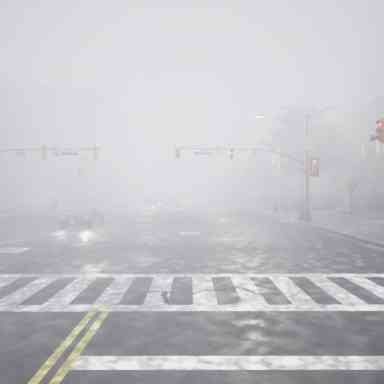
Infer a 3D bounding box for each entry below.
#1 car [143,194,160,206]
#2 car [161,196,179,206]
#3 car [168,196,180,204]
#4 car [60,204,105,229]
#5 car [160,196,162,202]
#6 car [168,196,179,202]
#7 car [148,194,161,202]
[{"bbox_3d":[-6.993,1.505,55.858,1.837,1.490,4.892,0,0,0],"label":"car"},{"bbox_3d":[-3.491,1.547,55.854,2.033,1.411,5.357,0,0,0],"label":"car"},{"bbox_3d":[-3.483,1.547,65.865,2.033,1.411,5.357,0,0,0],"label":"car"},{"bbox_3d":[-7.044,1.526,21.907,1.812,1.442,4.674,0,0,0],"label":"car"},{"bbox_3d":[-6.940,1.492,68.479,2.128,1.511,4.902,0,0,1],"label":"car"},{"bbox_3d":[-4.222,1.553,75.847,1.994,1.385,4.181,0,0,-10],"label":"car"},{"bbox_3d":[-9.023,1.355,79.947,2.097,1.767,4.553,0,0,-18],"label":"car"}]
